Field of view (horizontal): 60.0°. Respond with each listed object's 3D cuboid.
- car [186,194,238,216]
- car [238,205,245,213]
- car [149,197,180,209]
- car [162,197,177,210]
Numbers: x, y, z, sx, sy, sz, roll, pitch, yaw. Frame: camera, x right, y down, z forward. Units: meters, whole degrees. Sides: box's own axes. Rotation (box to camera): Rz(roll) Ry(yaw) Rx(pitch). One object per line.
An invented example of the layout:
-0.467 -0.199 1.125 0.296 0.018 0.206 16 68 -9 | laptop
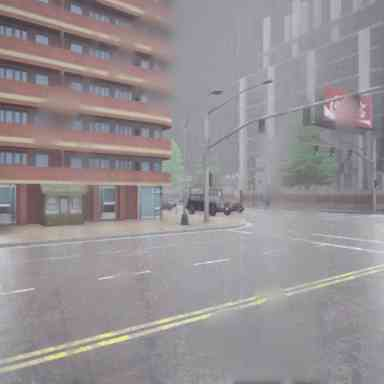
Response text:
1.639 1.222 32.829 2.150 2.045 5.566 0 0 -35 | car
3.562 1.601 36.187 1.895 1.301 4.718 0 0 -35 | car
-3.982 1.492 46.970 2.128 1.511 4.902 0 0 -35 | car
-4.261 1.355 41.262 2.097 1.767 4.553 0 0 -35 | car
